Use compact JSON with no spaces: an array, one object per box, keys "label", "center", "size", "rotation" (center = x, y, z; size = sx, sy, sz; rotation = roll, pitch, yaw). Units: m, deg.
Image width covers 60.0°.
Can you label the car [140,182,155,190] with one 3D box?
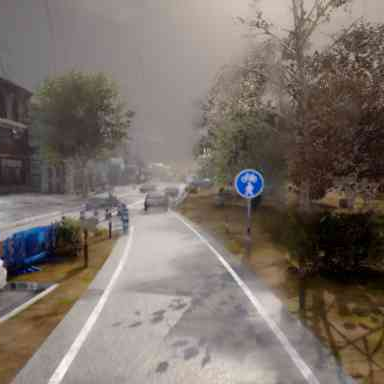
[{"label":"car","center":[-7.134,-0.754,53.778],"size":[2.097,1.767,4.553],"rotation":[0,3,1]}]

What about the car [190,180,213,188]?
[{"label":"car","center":[2.670,-2.041,85.482],"size":[5.566,2.045,2.435],"rotation":[0,1,-21]}]

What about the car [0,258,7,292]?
[{"label":"car","center":[-5.038,1.730,5.454],"size":[2.002,1.452,4.674],"rotation":[2,1,4]}]

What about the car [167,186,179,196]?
[{"label":"car","center":[-2.833,-0.167,45.949],"size":[1.994,1.385,4.181],"rotation":[0,3,1]}]

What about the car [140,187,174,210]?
[{"label":"car","center":[-2.852,0.646,27.804],"size":[2.128,1.511,4.902],"rotation":[0,3,-2]}]

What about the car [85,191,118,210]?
[{"label":"car","center":[-7.506,0.676,28.045],"size":[1.812,1.442,4.674],"rotation":[0,3,1]}]
